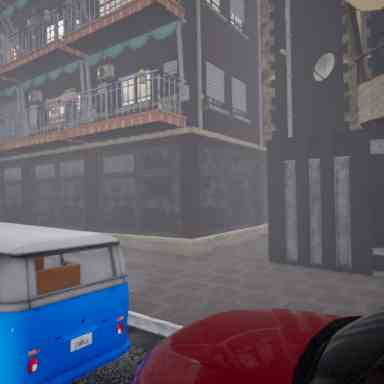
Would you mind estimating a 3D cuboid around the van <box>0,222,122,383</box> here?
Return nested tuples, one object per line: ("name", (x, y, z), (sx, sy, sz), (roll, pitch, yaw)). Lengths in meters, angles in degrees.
("van", (-2.673, 1.345, 4.582), (3.998, 1.788, 1.690), (0, -1, 35))

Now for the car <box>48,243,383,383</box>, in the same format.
("car", (1.849, 1.314, 1.396), (5.009, 1.841, 2.192), (0, -1, 35))
